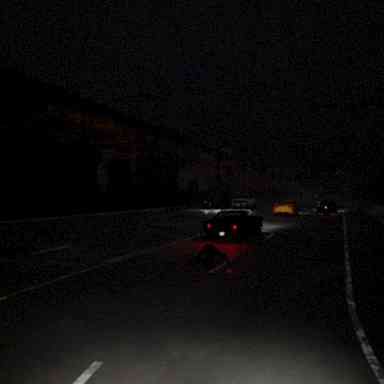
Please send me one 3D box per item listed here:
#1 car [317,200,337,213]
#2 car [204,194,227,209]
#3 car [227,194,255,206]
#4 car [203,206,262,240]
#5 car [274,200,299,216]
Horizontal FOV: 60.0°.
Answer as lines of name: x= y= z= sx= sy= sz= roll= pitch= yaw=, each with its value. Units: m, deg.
car: x=14.985 y=1.604 z=36.907 sx=1.994 sy=1.385 sz=4.181 roll=0 pitch=0 yaw=25
car: x=3.513 y=1.273 z=45.786 sx=2.150 sy=2.045 sz=5.566 roll=0 pitch=0 yaw=25
car: x=7.025 y=1.273 z=45.042 sx=2.150 sy=2.045 sz=5.566 roll=0 pitch=0 yaw=24
car: x=2.310 y=1.619 z=17.310 sx=1.895 sy=1.301 sz=4.718 roll=0 pitch=0 yaw=24
car: x=9.443 y=1.513 z=33.108 sx=1.882 sy=1.535 sz=5.008 roll=0 pitch=0 yaw=24
